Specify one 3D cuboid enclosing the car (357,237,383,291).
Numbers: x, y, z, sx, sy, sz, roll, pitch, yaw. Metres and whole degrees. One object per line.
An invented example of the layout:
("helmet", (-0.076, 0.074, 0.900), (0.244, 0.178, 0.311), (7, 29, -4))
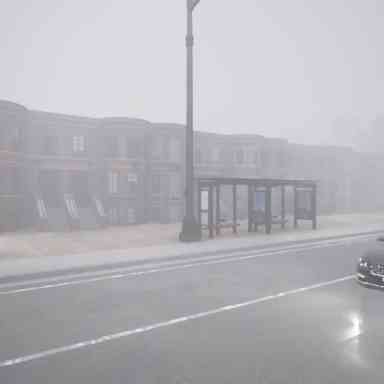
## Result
("car", (5.894, 1.506, 7.917), (4.892, 1.490, 1.837), (0, 0, -34))
